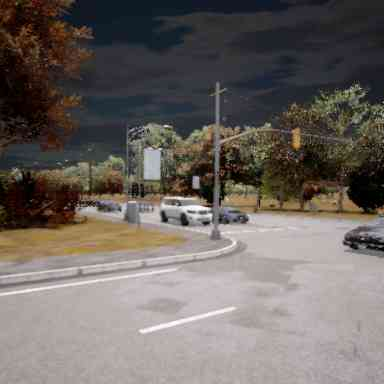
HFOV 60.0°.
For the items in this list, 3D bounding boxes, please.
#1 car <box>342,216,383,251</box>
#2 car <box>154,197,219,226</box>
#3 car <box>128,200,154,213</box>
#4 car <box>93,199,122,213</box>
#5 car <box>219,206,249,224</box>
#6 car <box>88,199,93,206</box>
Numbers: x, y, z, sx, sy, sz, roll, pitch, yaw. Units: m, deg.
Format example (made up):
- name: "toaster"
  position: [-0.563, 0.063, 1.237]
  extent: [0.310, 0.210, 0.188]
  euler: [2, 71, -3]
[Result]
- name: "car"
  position: [8.751, 1.768, 14.412]
  extent: [5.357, 1.411, 2.033]
  euler: [1, -1, -35]
- name: "car"
  position: [-0.583, 1.428, 25.768]
  extent: [2.150, 2.045, 5.566]
  euler: [1, -1, -31]
- name: "car"
  position: [-6.273, 1.730, 41.113]
  extent: [2.128, 1.511, 4.902]
  euler: [1, 0, -33]
- name: "car"
  position: [-10.050, 1.689, 40.499]
  extent: [1.837, 1.490, 4.892]
  euler: [1, 0, -33]
- name: "car"
  position: [2.720, 1.819, 27.034]
  extent: [1.994, 1.385, 4.181]
  euler: [1, -1, -32]
- name: "car"
  position: [-16.123, 1.800, 55.707]
  extent: [1.895, 1.301, 4.718]
  euler: [1, 0, -36]
